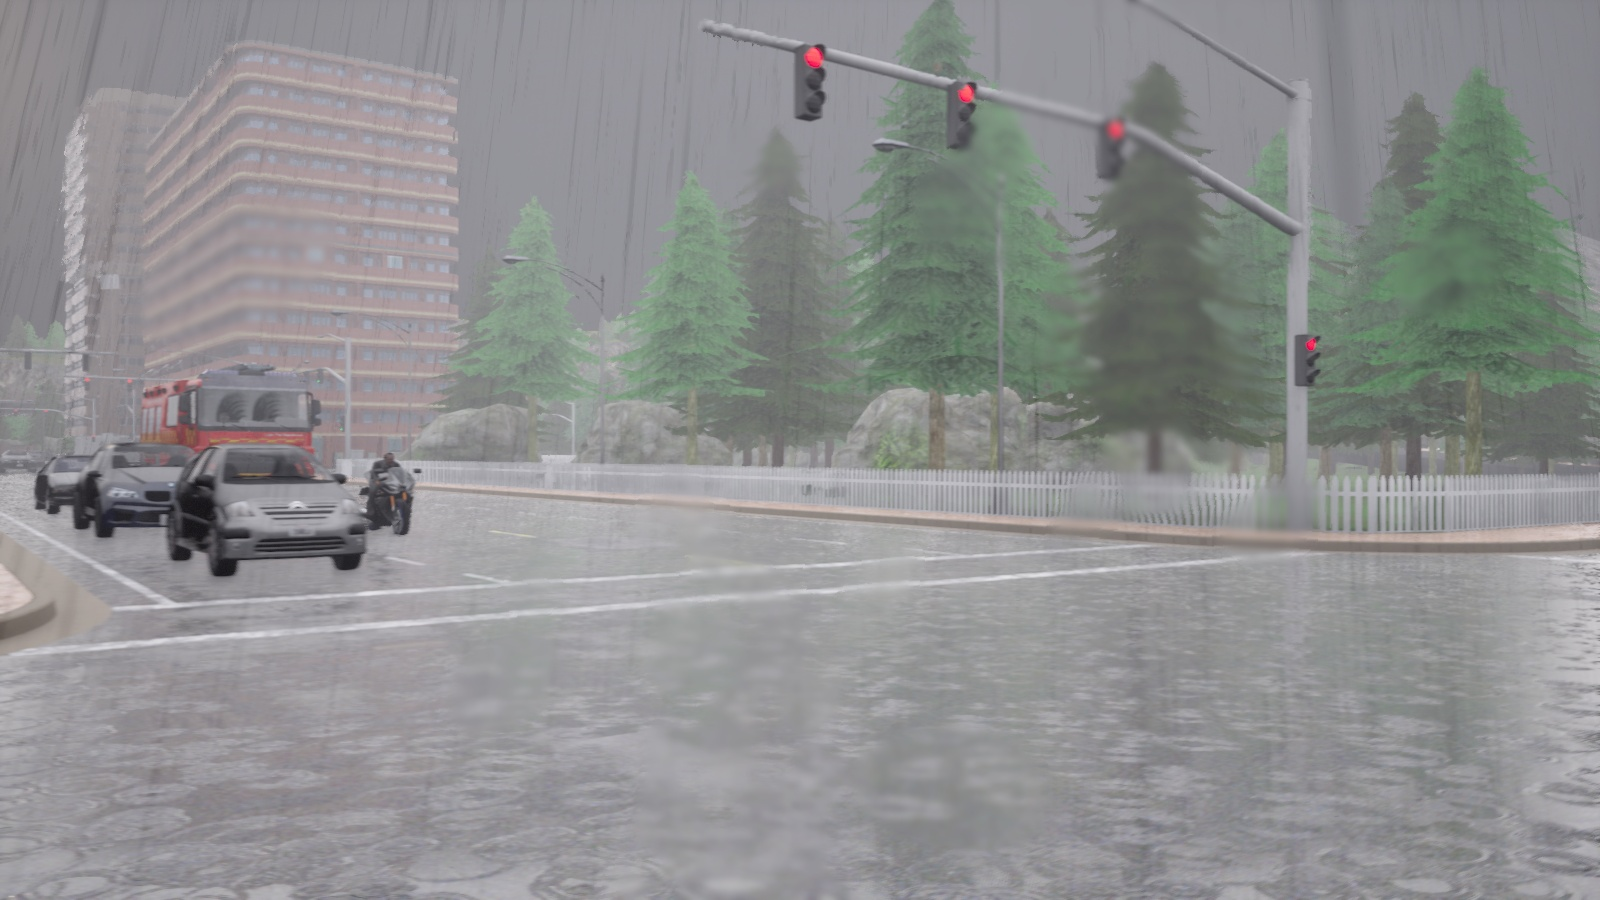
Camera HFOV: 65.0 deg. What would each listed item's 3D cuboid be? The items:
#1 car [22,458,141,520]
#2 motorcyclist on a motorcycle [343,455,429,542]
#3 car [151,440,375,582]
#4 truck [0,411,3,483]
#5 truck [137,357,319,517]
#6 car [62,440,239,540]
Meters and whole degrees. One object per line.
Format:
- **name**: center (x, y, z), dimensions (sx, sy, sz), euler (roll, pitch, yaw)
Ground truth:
- **car**: center (-18.146, 0.906, 31.576), dimensions (2.033, 1.411, 5.357), euler (0, 0, -36)
- **motorcyclist on a motorcycle**: center (-7.634, 0.852, 23.088), dimensions (0.866, 1.530, 2.191), euler (0, 0, -36)
- **car**: center (-7.135, 0.698, 16.458), dimensions (1.851, 1.617, 3.988), euler (0, 0, -36)
- **truck**: center (-46.751, -0.196, 65.590), dimensions (8.468, 3.827, 2.891), euler (0, -1, -36)
- **truck**: center (-15.832, -0.303, 34.343), dimensions (2.891, 3.827, 8.468), euler (0, 0, -36)
- **car**: center (-12.186, 0.671, 23.390), dimensions (2.242, 1.667, 4.611), euler (0, 0, -36)
